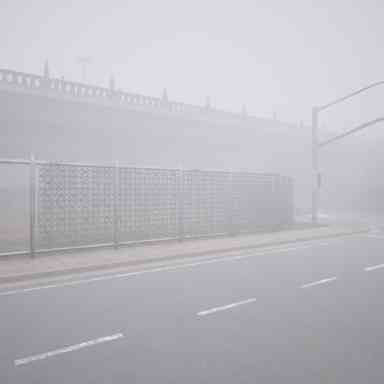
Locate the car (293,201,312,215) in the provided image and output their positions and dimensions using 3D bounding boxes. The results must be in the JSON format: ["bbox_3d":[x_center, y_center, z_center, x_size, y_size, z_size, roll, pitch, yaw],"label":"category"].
[{"bbox_3d":[10.462,1.619,34.610,1.994,1.385,4.181,0,0,-36],"label":"car"}]

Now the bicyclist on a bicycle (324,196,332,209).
[{"bbox_3d":[17.734,1.356,43.314,1.656,1.620,0.582,0,0,-36],"label":"bicyclist on a bicycle"}]
